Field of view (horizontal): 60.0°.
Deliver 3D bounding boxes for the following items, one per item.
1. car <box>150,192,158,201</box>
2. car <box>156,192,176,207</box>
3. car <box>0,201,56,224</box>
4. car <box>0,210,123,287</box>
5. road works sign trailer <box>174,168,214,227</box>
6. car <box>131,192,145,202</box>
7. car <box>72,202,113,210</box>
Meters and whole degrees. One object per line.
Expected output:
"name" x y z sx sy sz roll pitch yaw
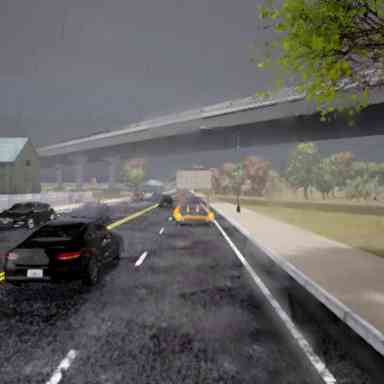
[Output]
"car" -6.763 0.854 64.205 2.097 1.767 4.553 0 0 0
"car" -3.240 1.151 43.217 1.837 1.490 4.892 0 0 0
"car" -9.853 1.337 19.998 1.837 1.490 4.892 0 0 0
"car" -3.151 1.449 8.980 1.812 1.442 4.674 0 0 0
"road works sign trailer" 0.131 0.285 21.298 2.380 3.560 2.880 0 0 -3
"car" -9.999 0.851 61.976 2.097 1.767 4.553 0 0 0
"car" -6.604 1.361 22.124 2.033 1.411 5.357 0 0 0
